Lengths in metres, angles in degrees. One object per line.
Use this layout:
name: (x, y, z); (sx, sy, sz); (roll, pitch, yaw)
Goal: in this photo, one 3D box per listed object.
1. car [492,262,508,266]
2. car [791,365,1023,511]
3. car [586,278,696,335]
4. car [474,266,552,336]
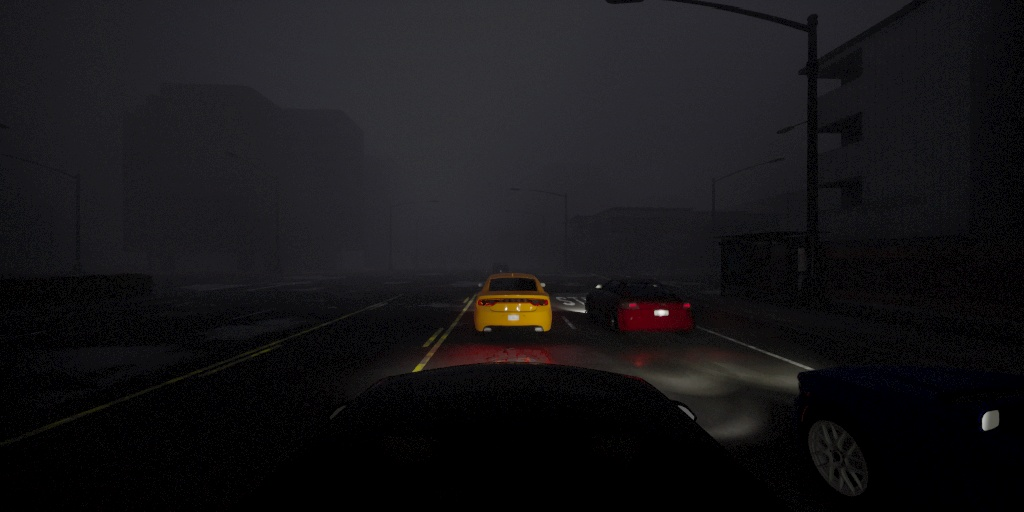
car: (-1.402, 1.421, 42.730); (1.895, 1.301, 4.718); (0, -1, -3)
car: (3.565, 1.228, 1.327); (1.882, 1.535, 5.008); (0, 0, 0)
car: (3.503, 1.314, 10.485); (1.994, 1.385, 4.181); (0, 0, -1)
car: (0.002, 1.228, 10.486); (1.882, 1.535, 5.008); (0, 0, -1)
